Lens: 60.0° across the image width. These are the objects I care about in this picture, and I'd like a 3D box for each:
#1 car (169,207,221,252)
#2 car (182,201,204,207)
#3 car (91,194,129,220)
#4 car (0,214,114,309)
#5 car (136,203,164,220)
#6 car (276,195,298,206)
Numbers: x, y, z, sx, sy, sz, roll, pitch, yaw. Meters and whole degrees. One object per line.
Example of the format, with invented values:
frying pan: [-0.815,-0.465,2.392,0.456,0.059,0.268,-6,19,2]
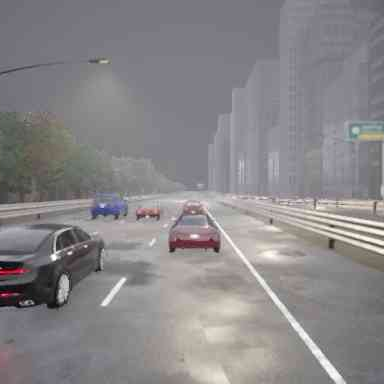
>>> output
car: [0.095,1.555,13.938,1.994,1.385,4.181,0,0,0]
car: [0.092,1.510,30.202,1.812,1.442,4.674,0,0,0]
car: [-6.907,1.206,28.363,2.150,2.045,5.566,0,0,0]
car: [-3.405,1.500,7.861,1.837,1.490,4.892,0,0,0]
car: [-3.406,1.586,27.746,1.895,1.301,4.718,0,0,0]
car: [16.451,1.461,57.861,2.097,1.767,4.553,0,0,-19]
